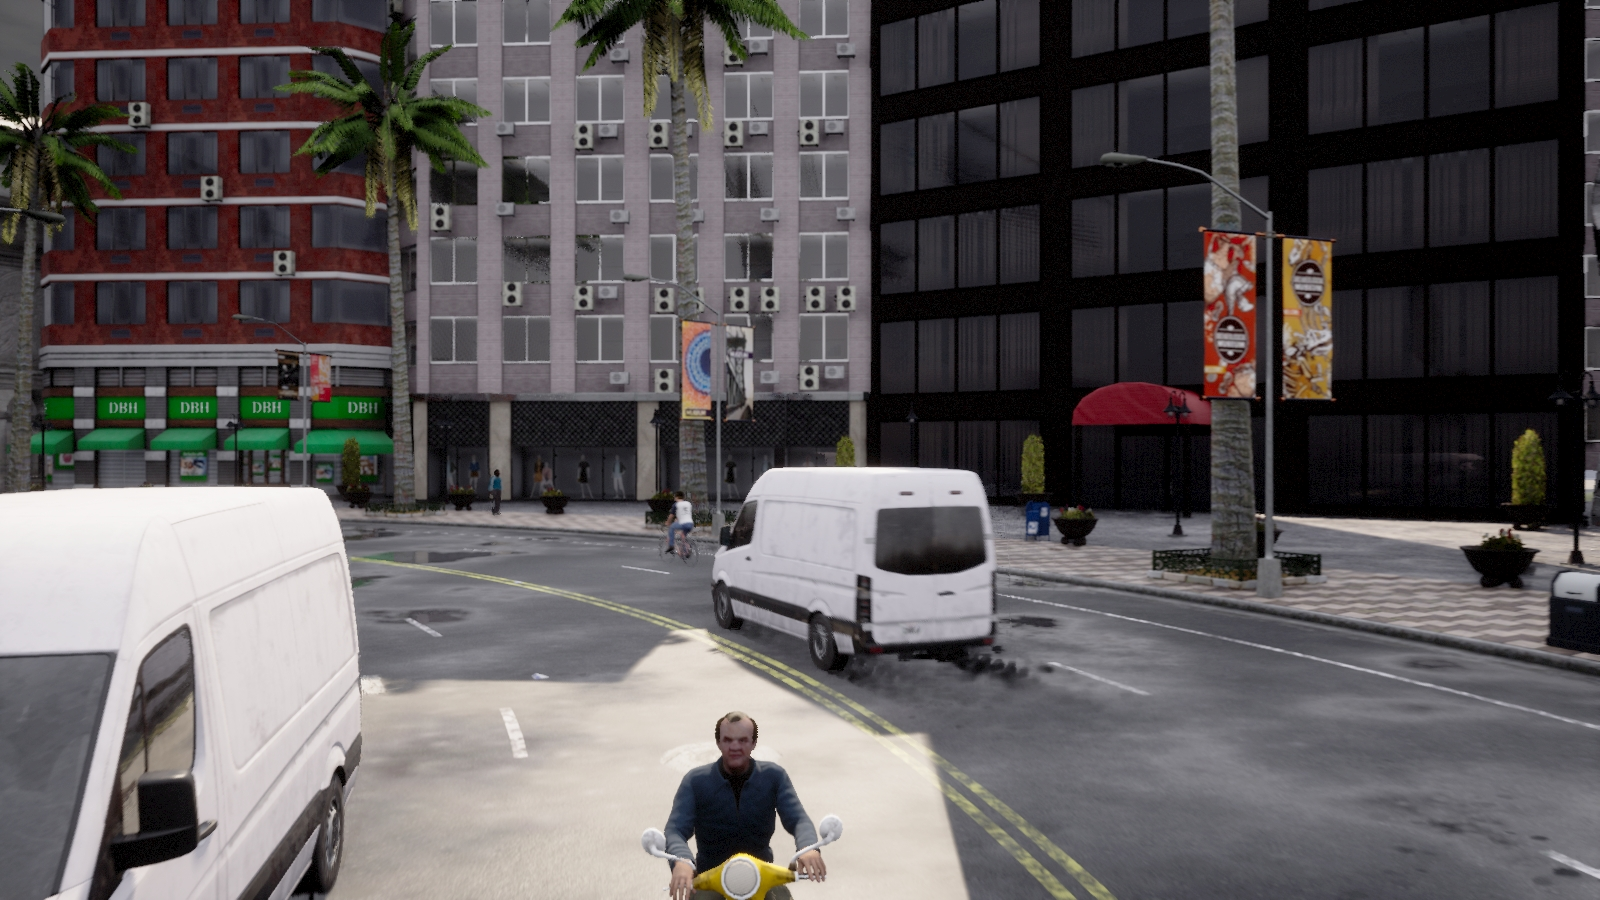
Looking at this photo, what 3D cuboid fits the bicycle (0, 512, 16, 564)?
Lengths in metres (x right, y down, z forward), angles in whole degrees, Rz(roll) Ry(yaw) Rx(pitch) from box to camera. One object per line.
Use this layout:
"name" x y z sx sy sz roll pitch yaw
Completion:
"bicycle" -20.010 2.194 28.650 0.373 1.196 1.643 -2 1 -40

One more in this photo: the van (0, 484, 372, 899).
"van" -3.619 1.531 5.441 1.988 2.561 5.915 0 0 -11

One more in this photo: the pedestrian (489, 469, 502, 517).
"pedestrian" -11.995 1.677 45.005 0.375 1.860 0.375 0 0 -44

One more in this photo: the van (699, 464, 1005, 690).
"van" 0.446 1.526 16.469 1.988 2.561 5.915 0 0 -24
